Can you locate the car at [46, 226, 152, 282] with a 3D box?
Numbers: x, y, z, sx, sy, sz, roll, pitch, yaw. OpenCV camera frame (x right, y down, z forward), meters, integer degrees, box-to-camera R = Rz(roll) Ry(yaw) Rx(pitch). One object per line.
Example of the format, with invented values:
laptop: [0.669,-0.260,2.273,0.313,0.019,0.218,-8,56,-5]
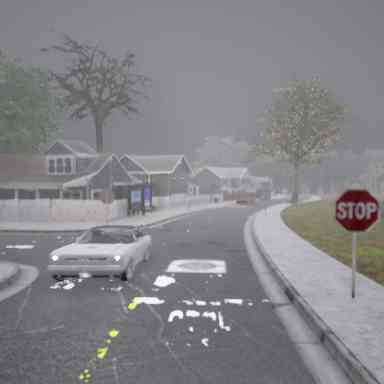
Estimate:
car: [-2.410,1.693,9.801,1.895,1.301,4.718,0,-3,1]

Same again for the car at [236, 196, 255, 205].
car: [8.299,1.352,51.474,1.895,1.301,4.718,1,1,24]
